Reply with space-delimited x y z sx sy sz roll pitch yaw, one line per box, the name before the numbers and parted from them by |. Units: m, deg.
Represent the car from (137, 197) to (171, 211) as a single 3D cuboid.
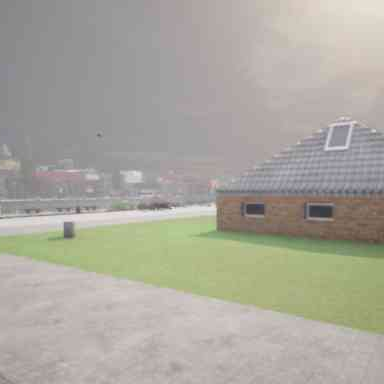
car | -4.537 1.343 40.150 2.097 1.767 4.553 0 0 36
